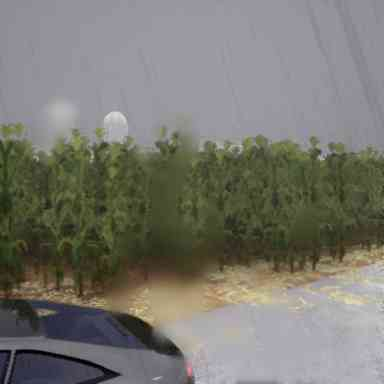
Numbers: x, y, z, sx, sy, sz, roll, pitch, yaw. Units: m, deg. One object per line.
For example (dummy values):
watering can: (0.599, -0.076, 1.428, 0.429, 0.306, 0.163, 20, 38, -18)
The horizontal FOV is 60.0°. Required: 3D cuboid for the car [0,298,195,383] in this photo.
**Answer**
car: (-1.975, 1.569, 2.164, 4.181, 1.385, 1.994, -1, 0, -34)
